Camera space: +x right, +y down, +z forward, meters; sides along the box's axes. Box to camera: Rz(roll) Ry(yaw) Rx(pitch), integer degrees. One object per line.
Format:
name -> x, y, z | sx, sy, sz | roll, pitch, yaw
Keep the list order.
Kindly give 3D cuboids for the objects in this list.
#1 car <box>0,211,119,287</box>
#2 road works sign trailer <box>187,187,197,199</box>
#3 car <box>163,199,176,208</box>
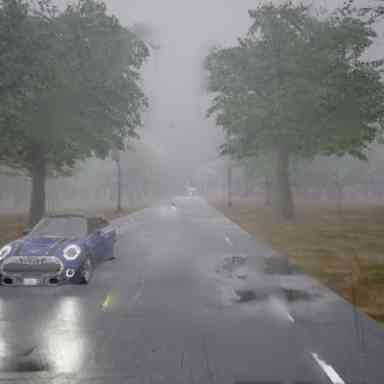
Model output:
car -> -3.595, 1.418, 9.652 | 2.097, 1.767, 4.553 | 0, 0, 0
road works sign trailer -> 0.010, 0.452, 85.100 | 2.380, 3.560, 2.880 | 0, 0, 0
car -> -3.525, 1.741, 52.390 | 1.895, 1.301, 4.718 | 0, 0, 1
